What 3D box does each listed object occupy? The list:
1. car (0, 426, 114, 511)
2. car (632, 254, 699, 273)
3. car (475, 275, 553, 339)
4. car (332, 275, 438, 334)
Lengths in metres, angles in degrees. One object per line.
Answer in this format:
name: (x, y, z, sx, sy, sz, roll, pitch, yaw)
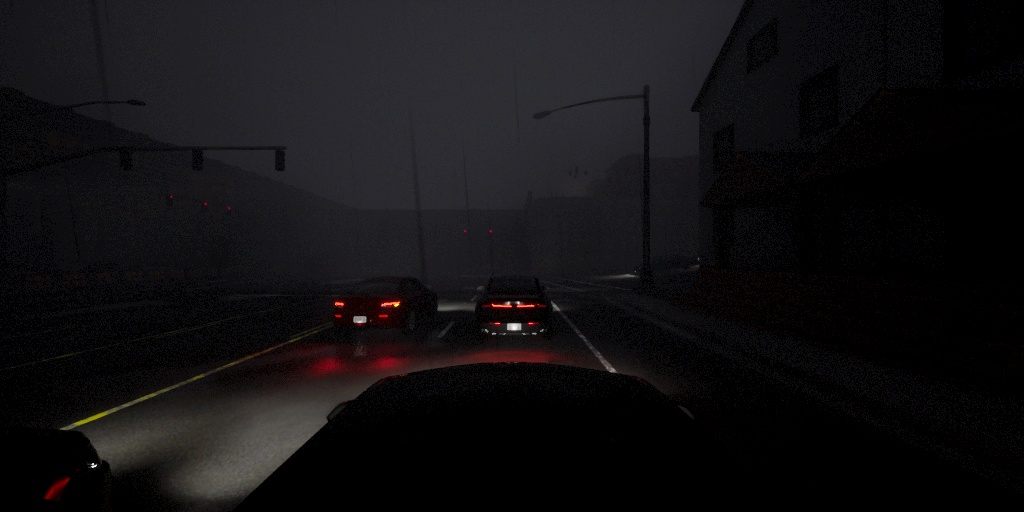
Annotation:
car: (-3.401, 1.255, 0.168, 1.837, 1.490, 4.892, 0, 0, 0)
car: (13.035, 0.603, 30.422, 5.357, 1.411, 2.033, -7, 0, -1)
car: (0.044, 1.255, 10.034, 1.837, 1.490, 4.892, 0, 0, 0)
car: (-3.451, 1.276, 10.451, 1.812, 1.442, 4.674, 0, 0, 0)
